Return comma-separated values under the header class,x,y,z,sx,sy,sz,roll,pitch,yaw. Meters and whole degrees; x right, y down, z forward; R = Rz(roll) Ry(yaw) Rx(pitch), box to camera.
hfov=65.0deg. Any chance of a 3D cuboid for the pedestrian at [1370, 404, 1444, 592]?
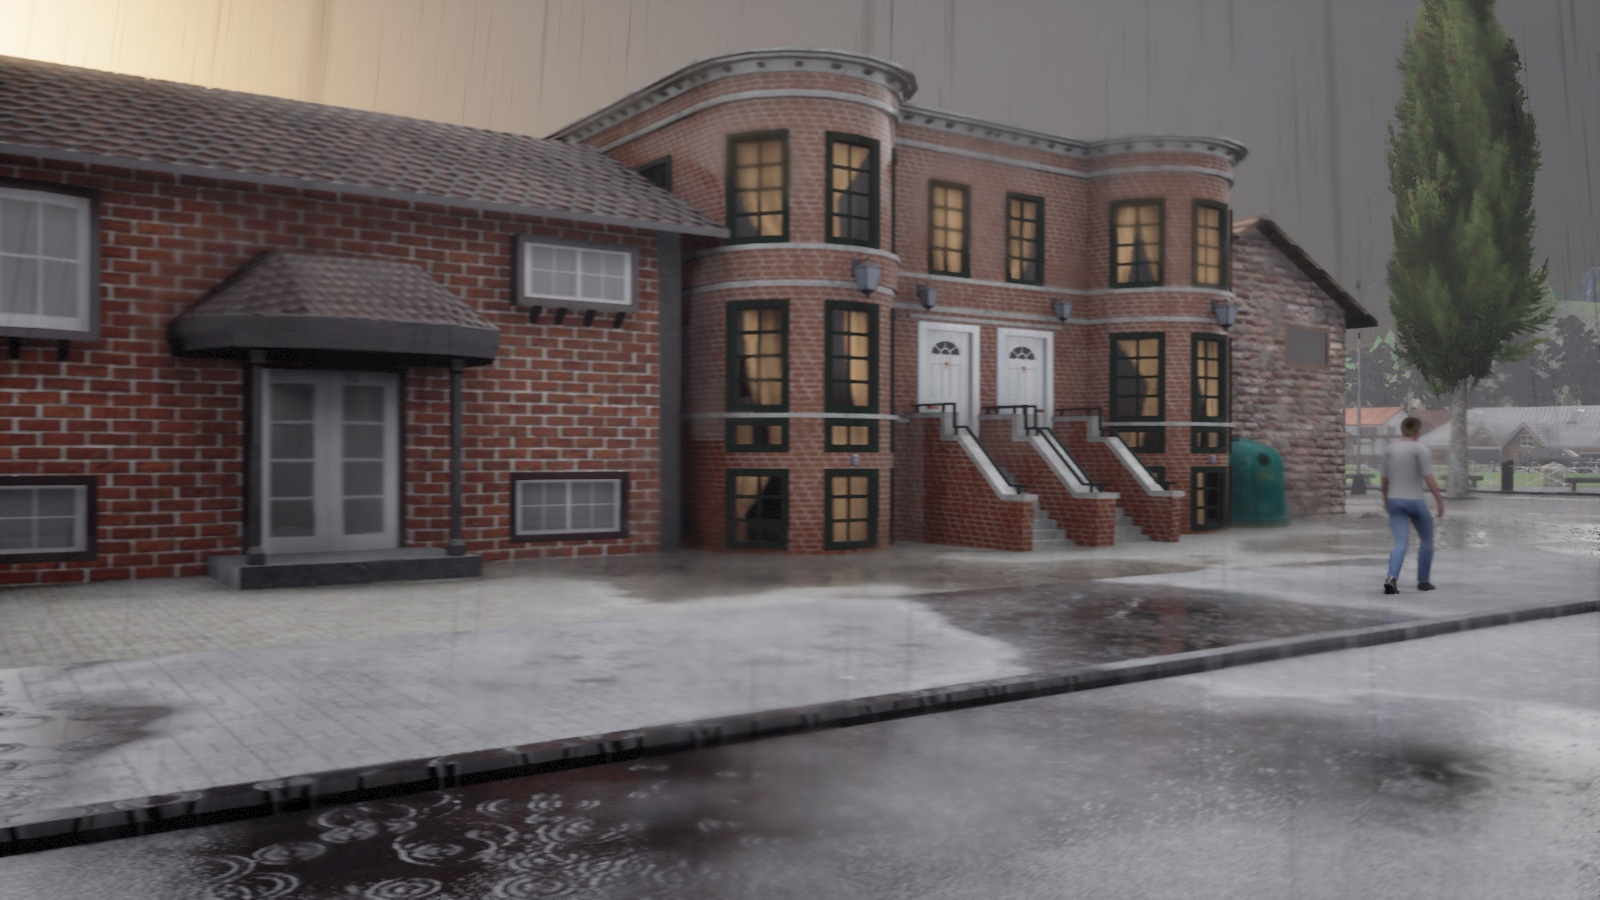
class,x,y,z,sx,sy,sz,roll,pitch,yaw
pedestrian,6.096,0.465,12.610,0.706,1.836,0.354,0,0,-34
